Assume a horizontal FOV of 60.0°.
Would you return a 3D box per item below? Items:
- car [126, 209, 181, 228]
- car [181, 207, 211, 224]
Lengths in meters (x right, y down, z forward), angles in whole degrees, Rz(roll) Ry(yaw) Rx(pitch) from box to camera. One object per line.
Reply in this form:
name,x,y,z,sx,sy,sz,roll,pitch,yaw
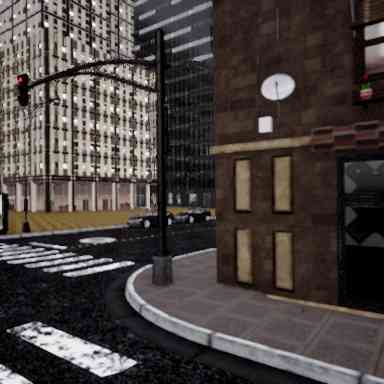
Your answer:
car,-3.152,2.007,25.696,2.008,1.369,4.403,-2,-2,35
car,0.059,2.088,30.246,2.008,1.369,4.403,-2,-2,35
